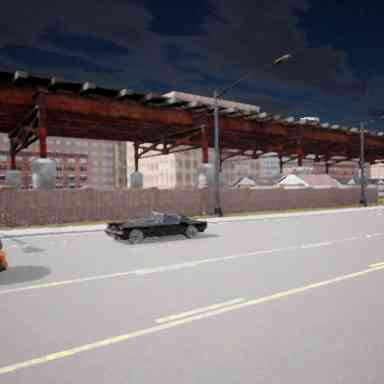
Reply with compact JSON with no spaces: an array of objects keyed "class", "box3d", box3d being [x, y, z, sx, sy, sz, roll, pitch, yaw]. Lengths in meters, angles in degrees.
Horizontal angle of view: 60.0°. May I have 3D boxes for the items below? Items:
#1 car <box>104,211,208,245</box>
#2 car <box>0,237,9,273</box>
[{"class":"car","box3d":[-1.624,1.600,15.722,4.718,1.301,1.895,0,0,-35]},{"class":"car","box3d":[-6.876,1.352,7.677,4.553,1.767,2.097,0,0,-35]}]
